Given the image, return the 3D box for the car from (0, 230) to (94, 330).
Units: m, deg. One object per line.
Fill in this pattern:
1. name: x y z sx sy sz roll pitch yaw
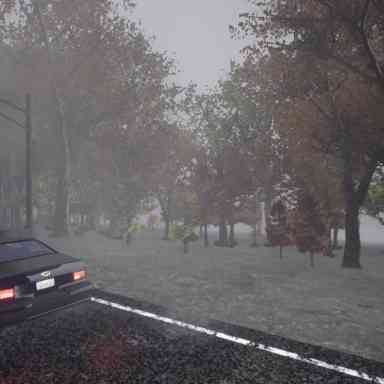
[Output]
1. car: -4.181 1.506 6.621 5.357 1.411 2.033 -2 1 39
